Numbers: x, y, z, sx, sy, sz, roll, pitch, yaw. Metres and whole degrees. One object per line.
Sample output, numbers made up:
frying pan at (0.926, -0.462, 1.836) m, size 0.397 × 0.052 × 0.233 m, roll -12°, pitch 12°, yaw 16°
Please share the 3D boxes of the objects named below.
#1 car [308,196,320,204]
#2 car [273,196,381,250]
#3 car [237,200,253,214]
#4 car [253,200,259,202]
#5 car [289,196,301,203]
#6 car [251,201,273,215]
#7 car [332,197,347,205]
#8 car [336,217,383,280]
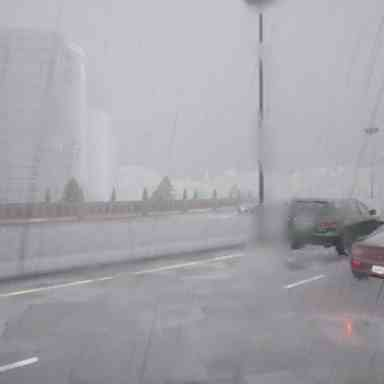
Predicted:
car at (25.506, 1.598, 69.523) m, size 1.882 × 1.535 × 5.008 m, roll 0°, pitch 0°, yaw 14°
car at (5.873, 1.246, 13.476) m, size 5.566 × 2.045 × 2.150 m, roll 0°, pitch 0°, yaw -43°
car at (6.567, 1.576, 35.564) m, size 2.128 × 1.511 × 4.902 m, roll 0°, pitch 0°, yaw 36°
car at (8.003, 1.548, 31.665) m, size 1.882 × 1.535 × 5.008 m, roll 0°, pitch 0°, yaw 38°
car at (22.604, 1.642, 73.231) m, size 2.033 × 1.411 × 5.357 m, roll 0°, pitch 0°, yaw 11°
car at (6.865, 1.601, 24.759) m, size 2.033 × 1.411 × 5.357 m, roll 0°, pitch 0°, yaw 42°
car at (26.933, 1.664, 60.729) m, size 1.994 × 1.385 × 4.181 m, roll 0°, pitch 0°, yaw 17°
car at (5.856, 1.538, 8.801) m, size 4.674 × 1.442 × 1.812 m, roll 0°, pitch 0°, yaw -41°
